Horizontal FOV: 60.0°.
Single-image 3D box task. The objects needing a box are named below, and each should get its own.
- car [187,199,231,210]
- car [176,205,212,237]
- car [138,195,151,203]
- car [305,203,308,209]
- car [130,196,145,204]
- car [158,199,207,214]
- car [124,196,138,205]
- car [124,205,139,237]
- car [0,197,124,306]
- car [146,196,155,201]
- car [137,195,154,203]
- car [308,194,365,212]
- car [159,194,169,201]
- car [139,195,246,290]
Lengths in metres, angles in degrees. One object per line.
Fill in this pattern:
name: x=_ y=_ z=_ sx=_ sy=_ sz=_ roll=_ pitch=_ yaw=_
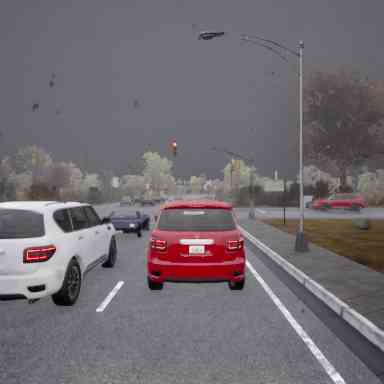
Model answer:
car: x=2.119 y=1.548 z=41.724 sx=5.357 sy=1.411 sz=2.033 roll=0 pitch=0 yaw=3
car: x=0.090 y=1.526 z=18.911 sx=1.812 sy=1.442 sz=4.674 roll=0 pitch=0 yaw=0
car: x=-10.543 y=1.525 z=74.536 sx=2.128 sy=1.511 sz=4.902 roll=0 pitch=0 yaw=0
car: x=16.126 y=1.563 z=40.950 sx=4.181 sy=1.385 sz=1.994 roll=0 pitch=0 yaw=3
car: x=-10.576 y=1.547 z=64.694 sx=2.033 sy=1.411 sz=5.357 roll=0 pitch=0 yaw=1
car: x=-0.955 y=1.505 z=35.243 sx=4.892 sy=1.490 sz=1.837 roll=0 pitch=-2 yaw=-31
car: x=-10.618 y=1.505 z=54.951 sx=1.837 sy=1.490 sz=4.892 roll=0 pitch=0 yaw=0
car: x=-3.410 y=1.601 z=17.925 sx=1.895 sy=1.301 sz=4.718 roll=0 pitch=0 yaw=0
car: x=-3.405 y=1.221 z=8.157 sx=2.150 sy=2.045 sz=5.566 roll=0 pitch=0 yaw=0
car: x=-10.547 y=1.595 z=84.582 sx=1.895 sy=1.301 sz=4.718 roll=0 pitch=0 yaw=0
car: x=-7.113 y=1.547 z=54.557 sx=2.033 sy=1.411 sz=5.357 roll=0 pitch=0 yaw=0
car: x=16.443 y=1.222 z=37.425 sx=5.566 sy=2.045 sz=2.150 roll=0 pitch=0 yaw=3
car: x=-7.047 y=1.355 z=84.217 sx=2.097 sy=1.767 sz=4.553 roll=0 pitch=0 yaw=0
car: x=0.092 y=1.221 z=9.217 sx=2.150 sy=2.045 sz=5.566 roll=0 pitch=0 yaw=0
